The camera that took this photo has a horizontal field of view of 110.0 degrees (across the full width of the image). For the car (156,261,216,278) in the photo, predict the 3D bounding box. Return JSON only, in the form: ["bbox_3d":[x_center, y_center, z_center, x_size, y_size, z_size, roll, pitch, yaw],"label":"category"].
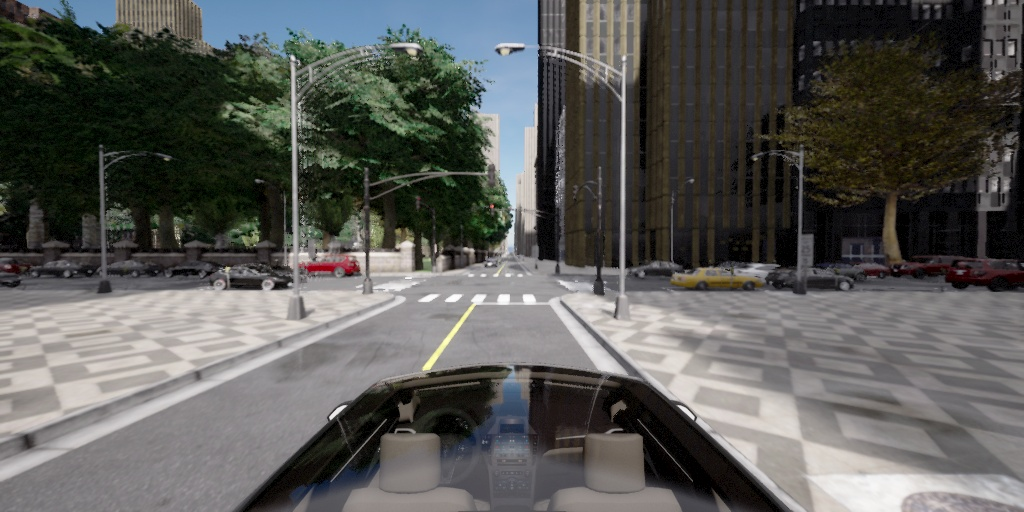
[{"bbox_3d":[-25.941,1.064,29.442,4.313,1.339,1.948,0,0,0],"label":"car"}]

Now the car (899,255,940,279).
[{"bbox_3d":[33.687,0.876,29.119,5.009,1.841,2.192,0,0,0],"label":"car"}]

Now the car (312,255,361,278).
[{"bbox_3d":[-15.029,0.816,29.382,5.009,1.841,2.192,0,0,0],"label":"car"}]

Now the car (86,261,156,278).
[{"bbox_3d":[-31.398,1.047,29.471,4.403,1.370,2.007,0,0,0],"label":"car"}]

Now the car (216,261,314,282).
[{"bbox_3d":[-16.182,1.197,23.612,4.892,1.490,1.837,0,1,0],"label":"car"}]

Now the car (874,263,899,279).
[{"bbox_3d":[28.174,1.135,29.149,4.207,1.307,1.802,0,0,0],"label":"car"}]

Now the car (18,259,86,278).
[{"bbox_3d":[-36.855,1.045,29.501,4.403,1.370,2.007,0,0,0],"label":"car"}]

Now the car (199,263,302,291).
[{"bbox_3d":[-15.066,1.276,20.860,4.313,1.339,1.948,0,0,0],"label":"car"}]

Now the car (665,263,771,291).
[{"bbox_3d":[11.768,1.263,20.715,4.829,1.417,1.751,0,0,0],"label":"car"}]

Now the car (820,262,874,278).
[{"bbox_3d":[23.451,1.175,26.494,4.181,1.385,1.994,0,1,0],"label":"car"}]

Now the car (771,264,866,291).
[{"bbox_3d":[17.110,1.296,20.686,4.403,1.370,2.007,0,0,0],"label":"car"}]

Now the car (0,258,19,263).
[{"bbox_3d":[-42.311,0.933,29.530,4.097,1.591,1.967,0,0,0],"label":"car"}]

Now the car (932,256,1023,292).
[{"bbox_3d":[28.135,1.076,20.627,5.009,1.841,2.192,0,0,0],"label":"car"}]

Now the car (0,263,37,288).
[{"bbox_3d":[-31.437,1.255,20.949,4.403,1.370,2.007,0,0,0],"label":"car"}]

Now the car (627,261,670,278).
[{"bbox_3d":[11.635,1.079,29.238,4.403,1.370,2.007,0,0,0],"label":"car"}]

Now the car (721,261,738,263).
[{"bbox_3d":[16.679,1.205,23.433,4.674,1.442,1.812,0,1,0],"label":"car"}]

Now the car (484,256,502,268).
[{"bbox_3d":[-3.065,0.987,52.510,2.128,1.511,4.902,0,0,0],"label":"car"}]
